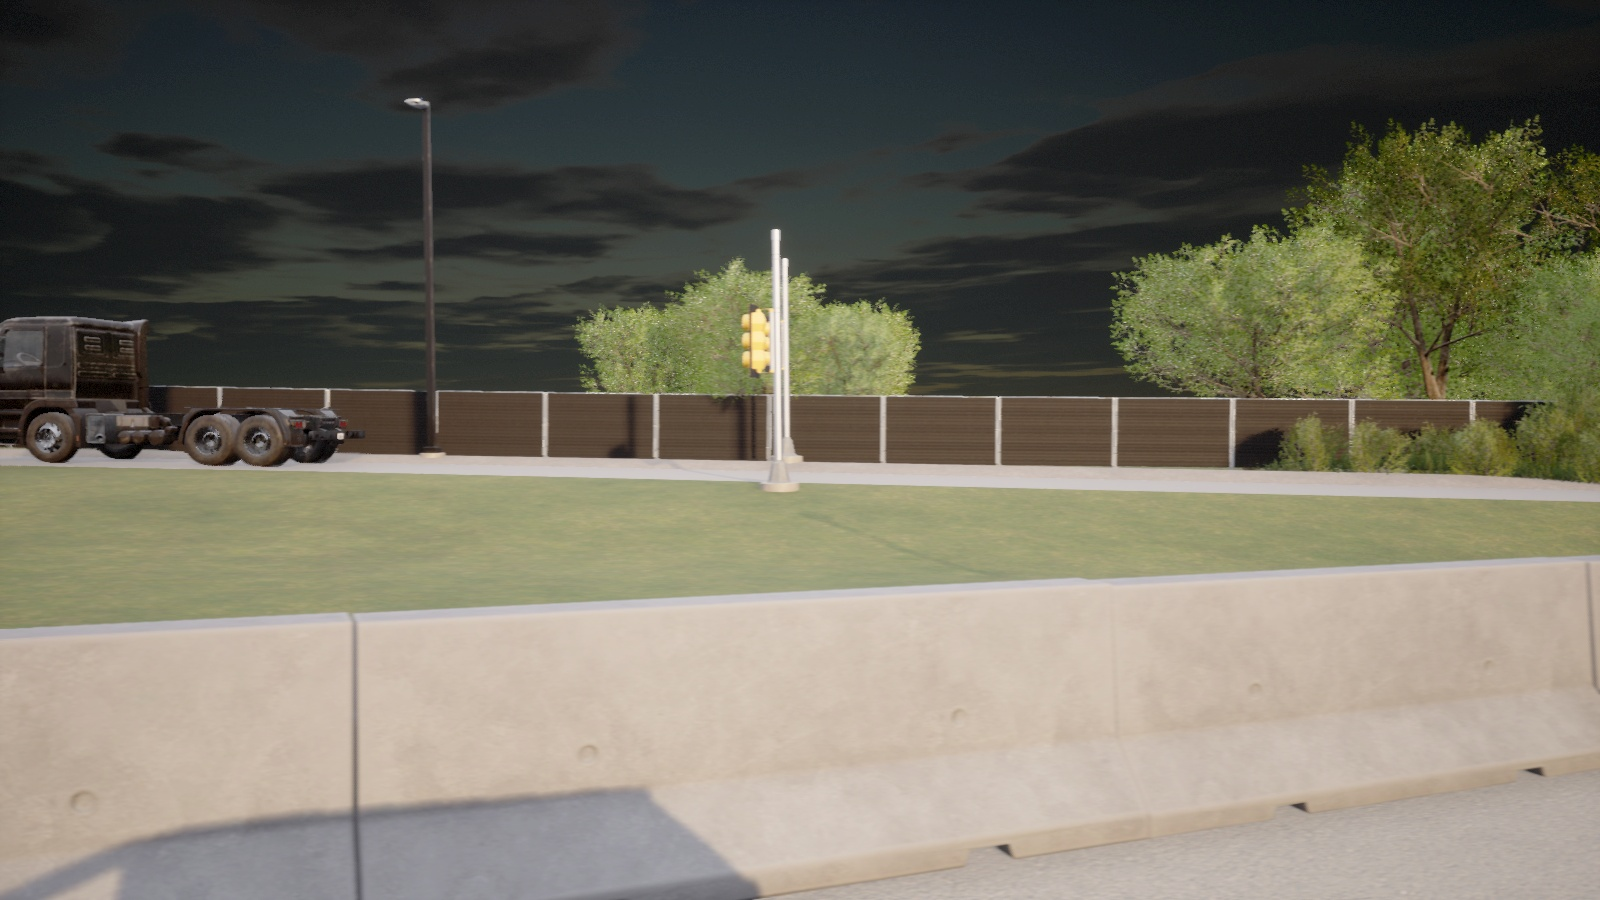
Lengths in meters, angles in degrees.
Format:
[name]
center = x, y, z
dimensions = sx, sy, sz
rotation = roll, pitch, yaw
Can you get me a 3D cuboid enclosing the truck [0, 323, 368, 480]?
[truck]
center = -14.660, -1.102, 29.605
dimensions = 7.936, 3.462, 2.891
rotation = 0, 2, 6
